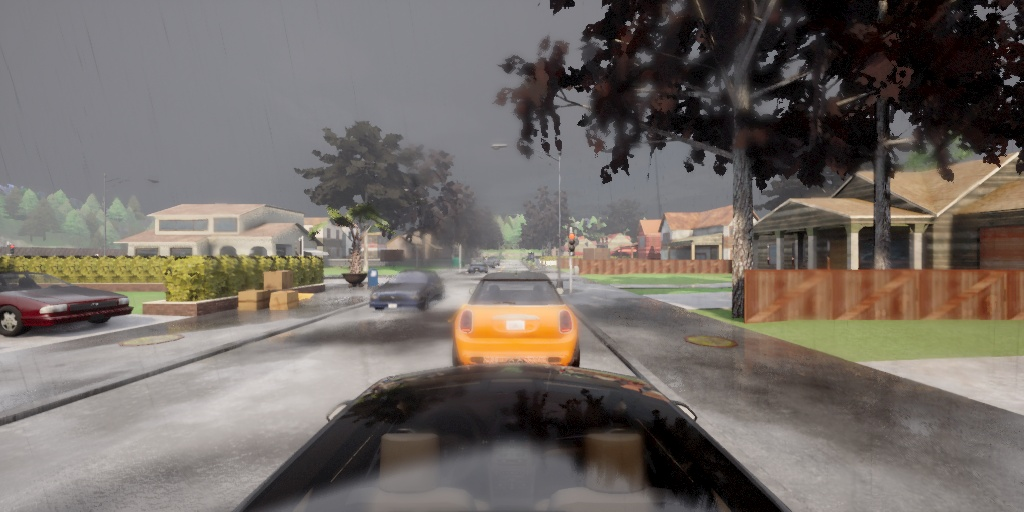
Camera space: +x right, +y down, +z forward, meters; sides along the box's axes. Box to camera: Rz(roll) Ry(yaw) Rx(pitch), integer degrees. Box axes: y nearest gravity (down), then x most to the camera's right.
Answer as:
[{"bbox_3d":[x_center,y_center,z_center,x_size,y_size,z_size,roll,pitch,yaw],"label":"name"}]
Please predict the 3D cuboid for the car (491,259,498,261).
[{"bbox_3d":[-3.625,1.255,56.213,1.837,1.490,4.892,0,0,1],"label":"car"}]

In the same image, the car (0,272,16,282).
[{"bbox_3d":[-44.126,1.102,30.816,4.553,1.767,2.097,0,0,1],"label":"car"}]

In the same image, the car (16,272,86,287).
[{"bbox_3d":[-33.173,1.314,26.614,4.181,1.385,1.994,0,0,1],"label":"car"}]

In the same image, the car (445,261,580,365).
[{"bbox_3d":[0.097,1.102,7.738,2.097,1.767,4.553,0,0,1],"label":"car"}]

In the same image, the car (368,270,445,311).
[{"bbox_3d":[-3.990,1.297,14.704,2.033,1.411,5.357,0,0,0],"label":"car"}]

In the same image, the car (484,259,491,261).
[{"bbox_3d":[-3.802,1.314,40.599,1.994,1.385,4.181,0,0,1],"label":"car"}]
